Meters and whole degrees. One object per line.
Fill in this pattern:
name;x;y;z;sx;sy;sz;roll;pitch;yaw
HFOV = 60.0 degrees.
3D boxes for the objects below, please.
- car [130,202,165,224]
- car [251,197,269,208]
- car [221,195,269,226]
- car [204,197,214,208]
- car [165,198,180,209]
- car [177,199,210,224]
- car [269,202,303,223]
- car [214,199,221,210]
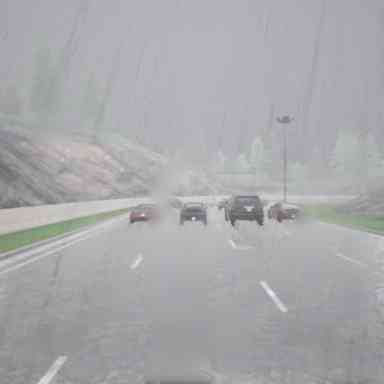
car;-3.394;1.553;25.012;1.994;1.385;4.181;0;0;0
car;10.123;1.541;49.357;1.994;1.385;4.181;0;0;21
car;3.607;1.211;23.661;2.150;2.045;5.566;0;0;0
car;2.597;1.505;49.045;1.812;1.442;4.674;0;0;18
car;-2.398;1.528;44.618;2.033;1.411;5.357;0;0;10
car;0.104;1.494;24.418;1.837;1.490;4.892;0;0;0
car;7.092;1.514;25.498;1.812;1.442;4.674;0;0;0
car;4.516;1.529;42.770;2.033;1.411;5.357;0;0;11
